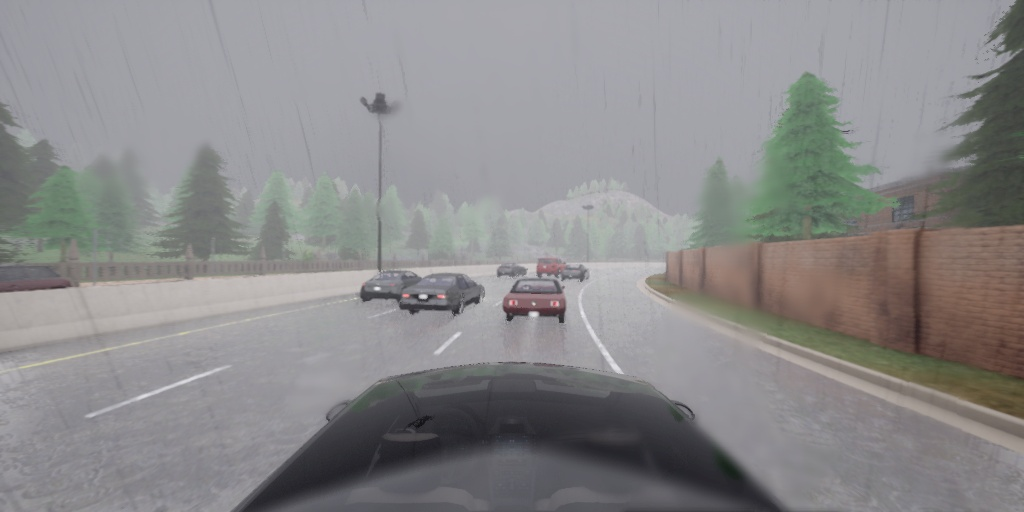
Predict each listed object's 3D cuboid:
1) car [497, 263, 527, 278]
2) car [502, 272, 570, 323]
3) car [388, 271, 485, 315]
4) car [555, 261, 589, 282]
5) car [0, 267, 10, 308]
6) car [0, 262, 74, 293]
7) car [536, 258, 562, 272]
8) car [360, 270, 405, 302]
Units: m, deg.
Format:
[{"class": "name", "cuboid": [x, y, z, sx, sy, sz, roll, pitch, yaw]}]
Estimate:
[{"class": "car", "cuboid": [0.069, 1.430, 36.502, 2.128, 1.511, 4.902, 0, 0, 22]}, {"class": "car", "cuboid": [0.918, 1.415, 12.602, 1.895, 1.301, 4.718, 0, 0, 7]}, {"class": "car", "cuboid": [-2.450, 1.349, 13.826, 2.033, 1.411, 5.357, 0, 0, 8]}, {"class": "car", "cuboid": [5.598, 1.436, 31.421, 2.128, 1.511, 4.902, 0, 0, 20]}, {"class": "car", "cuboid": [-20.542, 1.170, 11.405, 1.882, 1.535, 5.008, 0, 0, 5]}, {"class": "car", "cuboid": [-17.054, 1.051, 11.105, 2.097, 1.767, 4.553, 0, 0, 5]}, {"class": "car", "cuboid": [4.257, 1.191, 37.607, 2.150, 2.045, 5.566, 0, 0, 23]}, {"class": "car", "cuboid": [-5.397, 1.366, 17.172, 1.994, 1.385, 4.181, 0, 0, 9]}]
